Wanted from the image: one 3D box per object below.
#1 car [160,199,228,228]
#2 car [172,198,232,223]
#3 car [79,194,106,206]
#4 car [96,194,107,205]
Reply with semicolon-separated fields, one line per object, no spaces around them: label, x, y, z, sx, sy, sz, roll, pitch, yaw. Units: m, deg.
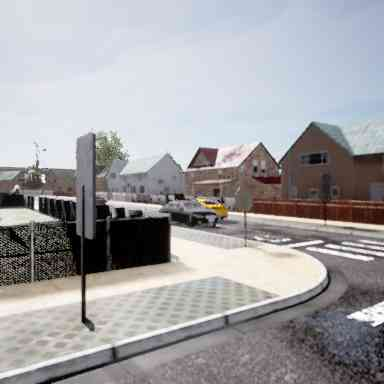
car;-0.268;1.324;20.788;2.128;1.511;4.902;0;1;-34
car;0.591;1.276;24.821;1.882;1.535;5.008;0;1;-34
car;-13.808;1.022;45.991;2.128;1.511;4.902;0;1;-34
car;-10.946;0.987;36.598;2.097;1.767;4.553;0;1;-34
